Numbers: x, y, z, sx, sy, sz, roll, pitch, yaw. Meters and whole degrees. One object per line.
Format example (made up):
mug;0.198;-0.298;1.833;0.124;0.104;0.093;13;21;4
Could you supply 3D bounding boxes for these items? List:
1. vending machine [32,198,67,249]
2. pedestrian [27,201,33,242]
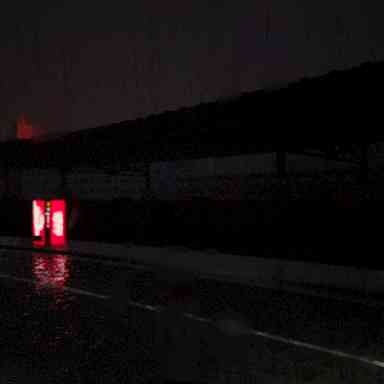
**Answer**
vending machine;-6.188;1.312;14.457;0.880;2.100;1.100;-1;-1;28
pedestrian;-7.084;1.278;14.900;0.375;1.860;0.375;-1;0;28
